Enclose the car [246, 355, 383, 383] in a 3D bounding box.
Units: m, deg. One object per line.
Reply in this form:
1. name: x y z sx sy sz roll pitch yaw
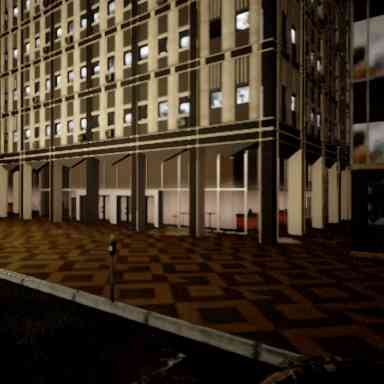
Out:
1. car: 2.046 1.570 1.418 4.313 1.339 1.947 0 0 36
